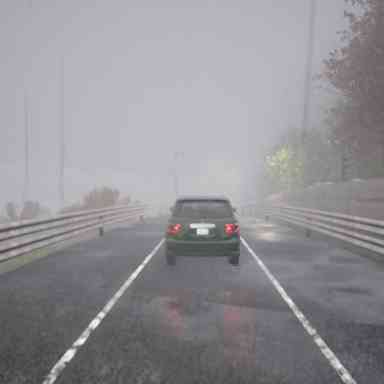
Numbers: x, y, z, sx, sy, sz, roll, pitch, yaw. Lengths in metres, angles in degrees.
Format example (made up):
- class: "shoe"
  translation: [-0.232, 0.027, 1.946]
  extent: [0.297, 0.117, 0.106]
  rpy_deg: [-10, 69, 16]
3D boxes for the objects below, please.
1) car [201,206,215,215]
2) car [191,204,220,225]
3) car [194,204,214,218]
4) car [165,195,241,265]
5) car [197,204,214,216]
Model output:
- class: "car"
  translation: [2.322, 2.683, 48.096]
  extent: [1.895, 1.301, 4.718]
  rpy_deg: [0, -3, 5]
- class: "car"
  translation: [0.999, 1.624, 25.153]
  extent: [1.994, 1.385, 4.181]
  rpy_deg: [0, -2, 2]
- class: "car"
  translation: [1.346, 1.958, 35.013]
  extent: [1.994, 1.385, 4.181]
  rpy_deg: [0, -2, 4]
- class: "car"
  translation: [0.372, 1.123, 11.424]
  extent: [2.150, 2.045, 5.566]
  rpy_deg: [0, 0, 2]
- class: "car"
  translation: [1.731, 2.261, 41.271]
  extent: [1.994, 1.385, 4.181]
  rpy_deg: [0, -3, 4]
